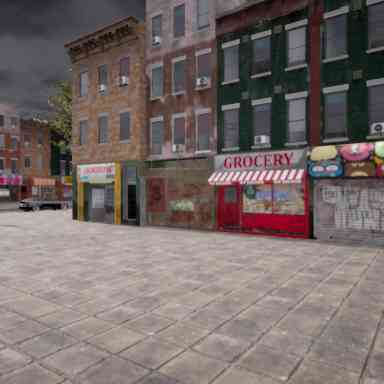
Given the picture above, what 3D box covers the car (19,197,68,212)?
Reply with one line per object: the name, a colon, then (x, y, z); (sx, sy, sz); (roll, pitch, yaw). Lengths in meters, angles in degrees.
car: (-13.461, 1.092, 30.303); (1.947, 1.339, 4.313); (1, 1, 35)
